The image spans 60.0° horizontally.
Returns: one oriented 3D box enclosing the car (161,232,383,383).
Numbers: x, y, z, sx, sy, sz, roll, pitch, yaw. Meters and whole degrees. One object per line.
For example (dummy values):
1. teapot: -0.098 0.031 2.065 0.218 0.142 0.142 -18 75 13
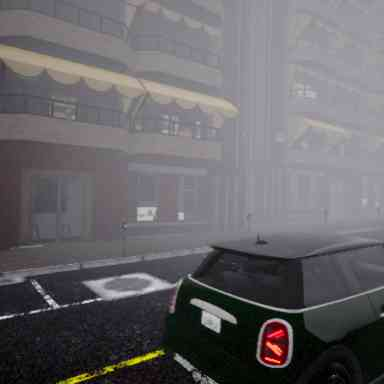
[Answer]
1. car: 1.922 1.354 4.651 4.553 1.767 2.097 0 0 -36
